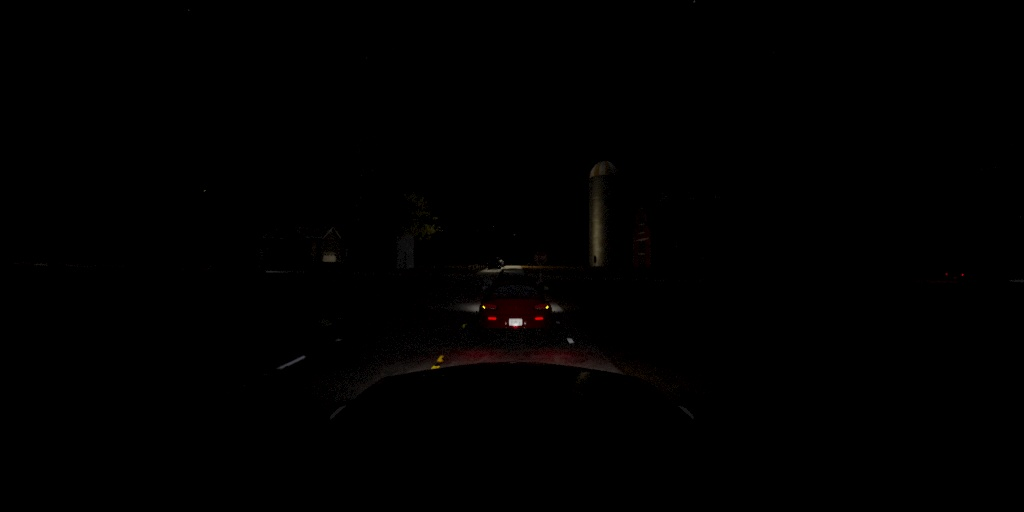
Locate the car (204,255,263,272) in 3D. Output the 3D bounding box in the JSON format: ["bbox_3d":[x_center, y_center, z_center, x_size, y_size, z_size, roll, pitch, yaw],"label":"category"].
[{"bbox_3d":[-26.552,0.701,34.269,4.892,1.490,1.837,2,0,0],"label":"car"}]

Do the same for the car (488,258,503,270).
[{"bbox_3d":[-2.778,1.475,56.900,1.882,1.535,5.008,0,0,0],"label":"car"}]

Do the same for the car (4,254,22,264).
[{"bbox_3d":[-50.619,0.024,34.308,5.357,1.411,2.033,2,0,0],"label":"car"}]

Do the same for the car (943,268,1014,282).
[{"bbox_3d":[44.849,1.816,34.467,4.718,1.301,1.895,0,0,0],"label":"car"}]

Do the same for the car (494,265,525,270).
[{"bbox_3d":[0.091,1.390,21.364,1.895,1.301,4.718,0,0,0],"label":"car"}]

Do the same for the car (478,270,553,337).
[{"bbox_3d":[0.096,1.285,10.164,1.812,1.442,4.674,0,0,0],"label":"car"}]
